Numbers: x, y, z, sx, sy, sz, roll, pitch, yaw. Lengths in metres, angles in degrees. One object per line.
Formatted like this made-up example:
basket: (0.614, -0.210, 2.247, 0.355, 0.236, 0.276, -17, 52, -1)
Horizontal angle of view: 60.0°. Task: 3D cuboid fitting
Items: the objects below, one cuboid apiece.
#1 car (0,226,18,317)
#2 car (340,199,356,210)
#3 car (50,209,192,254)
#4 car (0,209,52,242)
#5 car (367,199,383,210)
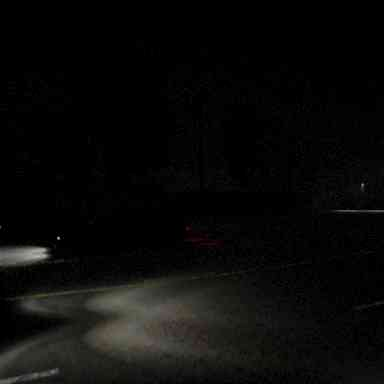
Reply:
car: (-5.439, 1.461, 4.631, 5.008, 1.535, 1.882, 0, 1, -18)
car: (21.635, 1.745, 46.310, 2.033, 1.411, 5.357, -1, -1, 22)
car: (-2.685, 1.522, 13.386, 5.357, 1.411, 2.033, 0, 0, -25)
car: (-6.783, 1.520, 15.520, 4.181, 1.385, 1.994, 0, 0, -23)
car: (24.874, 1.702, 44.984, 2.033, 1.411, 5.357, -1, -1, 22)
